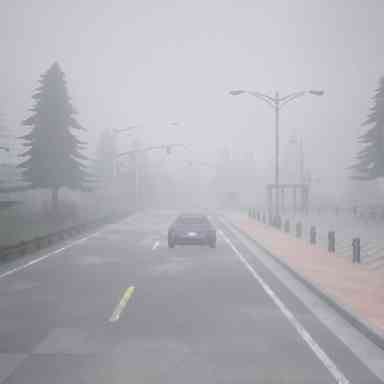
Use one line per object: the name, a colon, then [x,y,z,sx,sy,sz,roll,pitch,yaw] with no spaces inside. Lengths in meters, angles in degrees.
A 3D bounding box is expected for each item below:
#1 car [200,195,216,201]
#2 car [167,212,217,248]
car: [4.041,1.497,83.745,1.837,1.490,4.892,0,0,42]
car: [0.000,1.569,14.650,1.994,1.385,4.181,0,0,0]
